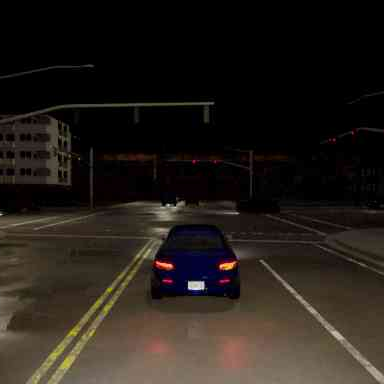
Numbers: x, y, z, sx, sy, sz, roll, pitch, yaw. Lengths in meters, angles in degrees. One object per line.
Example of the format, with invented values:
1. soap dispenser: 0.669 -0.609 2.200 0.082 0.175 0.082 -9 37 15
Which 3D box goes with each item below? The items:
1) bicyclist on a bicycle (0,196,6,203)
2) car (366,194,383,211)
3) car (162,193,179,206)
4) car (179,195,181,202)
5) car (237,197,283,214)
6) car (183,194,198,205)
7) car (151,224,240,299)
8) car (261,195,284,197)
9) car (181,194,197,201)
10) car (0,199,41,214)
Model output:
1. bicyclist on a bicycle: -25.479 1.300 44.831 0.582 1.620 1.656 0 0 0
2. car: 22.697 1.020 37.487 5.566 2.045 2.150 -1 0 1
3. car: -3.636 1.221 53.985 2.150 2.045 5.566 0 0 -1
4. car: -3.624 1.526 63.622 1.812 1.442 4.674 0 0 1
5. car: 6.963 1.514 34.325 4.181 1.385 1.994 0 0 2
6. car: 0.015 1.352 57.640 2.097 1.767 4.553 0 0 0
7. car: 0.077 1.526 8.312 1.812 1.442 4.674 0 0 0
8. car: 7.607 1.439 38.078 4.902 1.511 2.128 0 0 7
9. car: -0.816 1.355 83.311 2.097 1.767 4.553 0 0 27
10. car: -18.752 1.478 35.415 5.008 1.535 1.882 0 0 1
